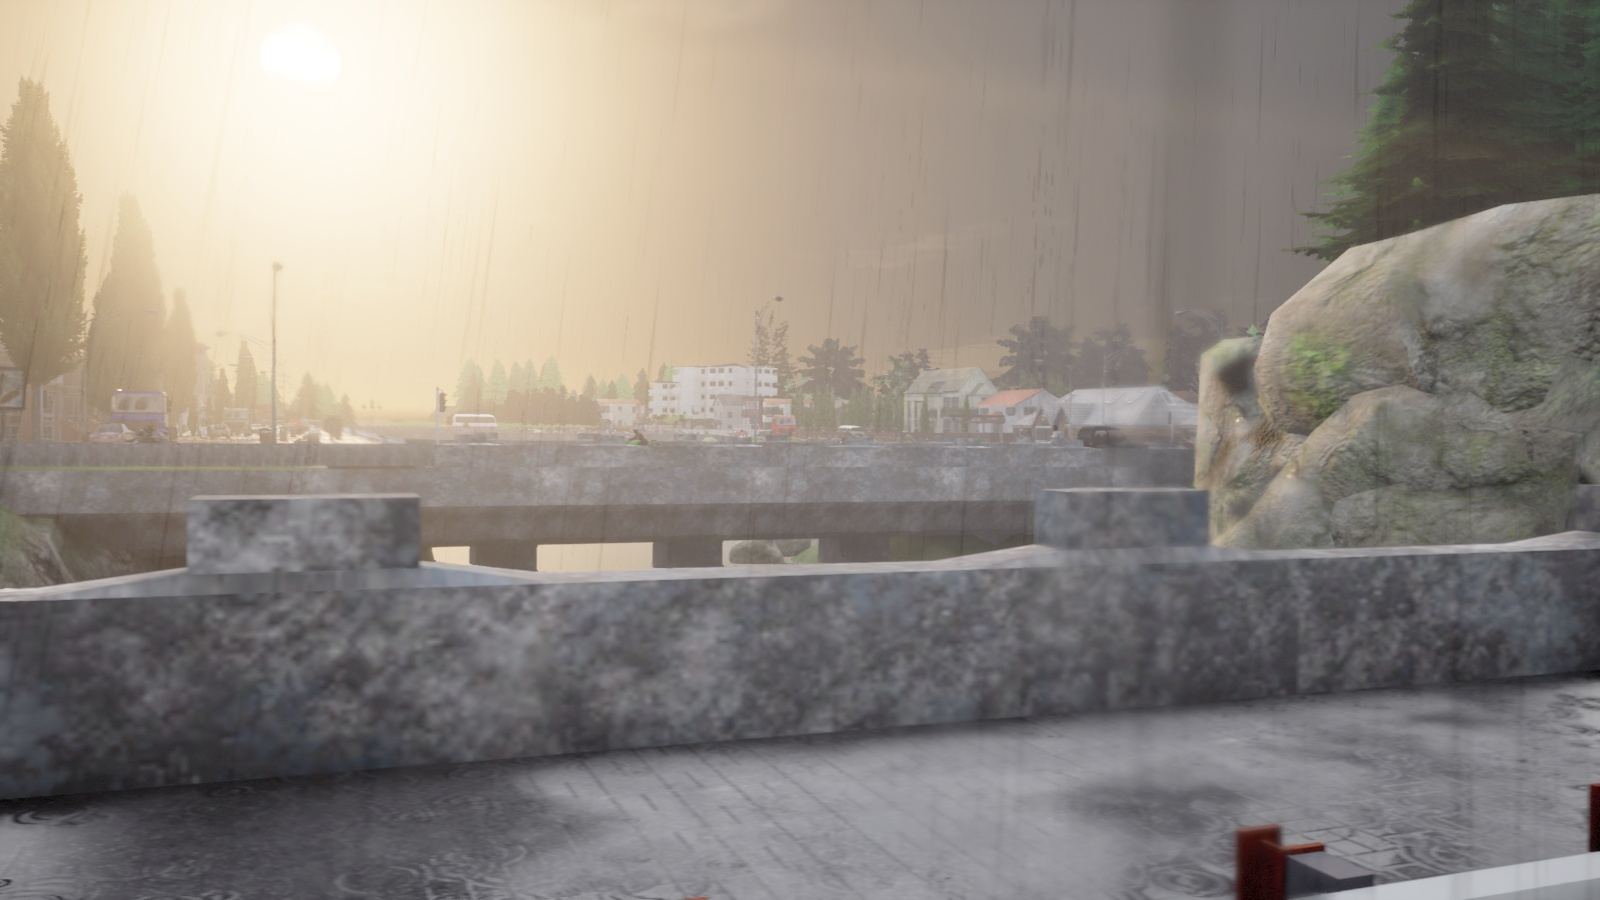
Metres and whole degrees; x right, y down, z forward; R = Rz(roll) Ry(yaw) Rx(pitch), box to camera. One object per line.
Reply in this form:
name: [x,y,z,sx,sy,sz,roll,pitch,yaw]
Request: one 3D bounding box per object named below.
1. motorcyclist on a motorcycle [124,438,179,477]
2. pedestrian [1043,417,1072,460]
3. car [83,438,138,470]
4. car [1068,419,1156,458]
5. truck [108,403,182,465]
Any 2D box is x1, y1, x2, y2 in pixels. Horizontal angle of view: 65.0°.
motorcyclist on a motorcycle: [-26.036,0.295,50.402,2.191,1.530,0.866,0,0,27]
pedestrian: [11.357,-0.515,55.326,0.900,1.855,0.874,-1,1,-29]
car: [-33.896,0.172,61.831,1.845,1.501,3.633,-1,1,-21]
car: [15.531,-0.592,62.595,3.866,1.878,1.905,-1,1,-21]
truck: [-38.610,-0.974,74.217,2.891,3.462,7.936,-1,1,-21]
